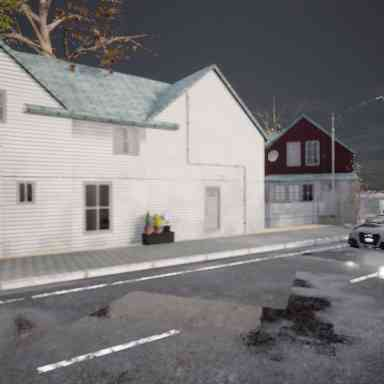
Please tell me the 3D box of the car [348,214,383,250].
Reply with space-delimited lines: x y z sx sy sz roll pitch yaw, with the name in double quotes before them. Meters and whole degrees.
"car" 8.168 1.592 13.455 4.181 1.385 1.994 0 0 -35
